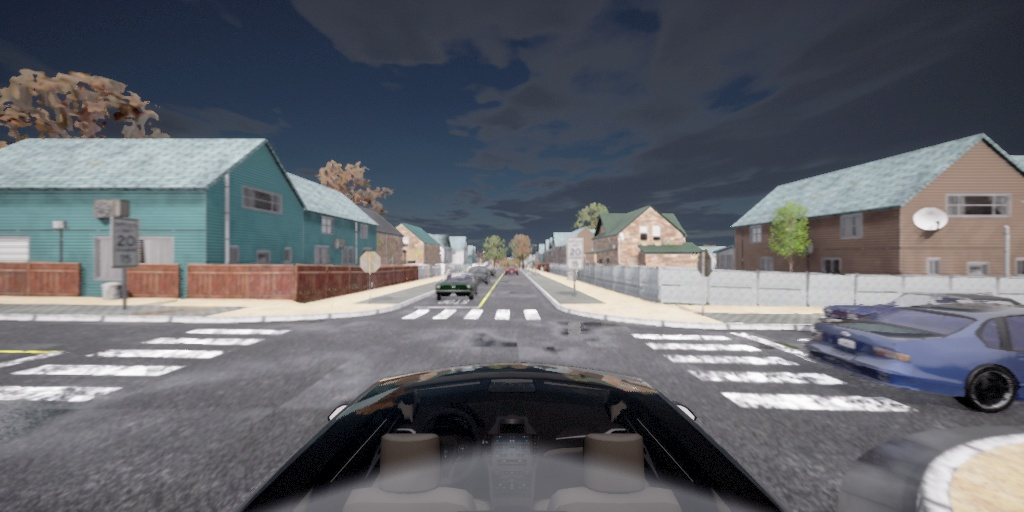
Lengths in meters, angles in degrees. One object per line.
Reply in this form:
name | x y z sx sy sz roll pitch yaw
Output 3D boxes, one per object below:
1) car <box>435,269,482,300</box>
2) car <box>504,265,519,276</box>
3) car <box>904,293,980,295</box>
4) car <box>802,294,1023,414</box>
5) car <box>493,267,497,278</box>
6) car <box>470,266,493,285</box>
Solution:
car | -2.831 1.568 19.213 1.895 1.301 4.718 0 -1 -1
car | -0.033 2.001 50.706 1.812 1.442 4.674 0 -1 0
car | 10.485 1.572 8.780 4.718 1.301 1.895 1 0 -1
car | 7.951 1.495 5.763 5.357 1.411 2.033 1 0 2
car | -2.865 1.935 43.063 1.895 1.301 4.718 0 -1 0
car | -2.868 1.637 30.787 1.837 1.490 4.892 0 -1 0
